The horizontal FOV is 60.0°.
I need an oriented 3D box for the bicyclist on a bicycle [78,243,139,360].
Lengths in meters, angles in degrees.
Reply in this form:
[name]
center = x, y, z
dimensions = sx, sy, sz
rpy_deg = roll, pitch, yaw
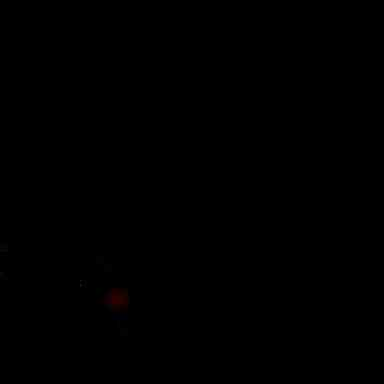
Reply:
[bicyclist on a bicycle]
center = -1.347, 1.646, 5.197
dimensions = 1.656, 1.620, 0.582
rpy_deg = -2, -3, 43
